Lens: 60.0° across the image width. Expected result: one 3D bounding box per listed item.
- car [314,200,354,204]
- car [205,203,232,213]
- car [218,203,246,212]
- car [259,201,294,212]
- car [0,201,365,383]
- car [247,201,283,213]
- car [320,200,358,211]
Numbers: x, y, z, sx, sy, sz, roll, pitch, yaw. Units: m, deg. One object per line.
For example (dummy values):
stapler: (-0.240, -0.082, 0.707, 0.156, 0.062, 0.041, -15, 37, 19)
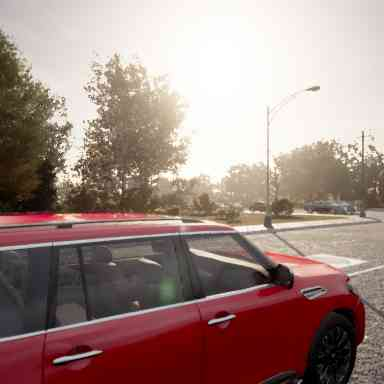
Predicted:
car: (14.624, 1.708, 36.479, 2.128, 1.511, 4.902, 0, -1, -32)
car: (4.161, 2.542, 53.240, 1.837, 1.490, 4.892, 0, -3, -32)
car: (6.649, 2.600, 55.866, 1.837, 1.490, 4.892, 0, -3, -32)
car: (11.968, 2.093, 47.337, 1.837, 1.490, 4.892, 0, -3, -32)
car: (-0.466, 1.222, 3.424, 5.566, 2.045, 2.150, 0, 0, -37)
car: (9.663, 2.028, 44.415, 1.837, 1.490, 4.892, 0, -3, -32)
car: (20.652, 1.939, 46.942, 1.812, 1.442, 4.674, 0, -2, -31)
